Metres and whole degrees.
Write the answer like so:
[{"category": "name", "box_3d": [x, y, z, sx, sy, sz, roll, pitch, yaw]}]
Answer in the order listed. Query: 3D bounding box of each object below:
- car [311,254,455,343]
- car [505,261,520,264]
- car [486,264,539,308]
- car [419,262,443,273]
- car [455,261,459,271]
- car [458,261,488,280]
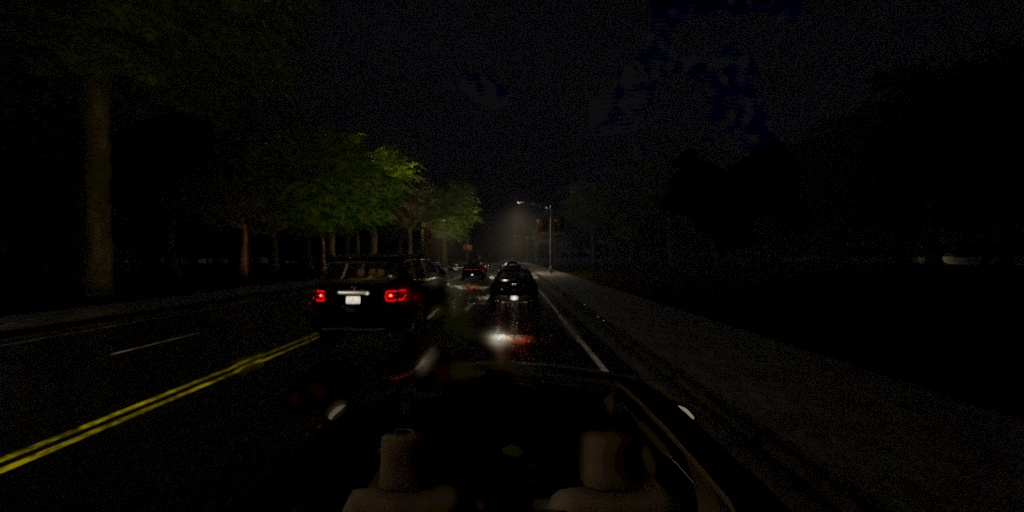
[{"category": "car", "box_3d": [-3.159, 0.968, 9.808, 2.150, 2.045, 5.566, 0, 0, 0]}, {"category": "car", "box_3d": [0.058, 1.253, 35.316, 1.837, 1.490, 4.892, 0, 0, 0]}, {"category": "car", "box_3d": [0.081, 1.248, 15.193, 1.837, 1.490, 4.892, 0, 0, 0]}, {"category": "car", "box_3d": [-9.804, 1.368, 43.824, 1.895, 1.301, 4.718, 0, 0, 0]}, {"category": "car", "box_3d": [-6.554, 1.295, 43.943, 1.812, 1.442, 4.674, 0, 0, 0]}, {"category": "car", "box_3d": [-3.185, 1.250, 31.085, 1.837, 1.490, 4.892, 0, 0, 0]}]
